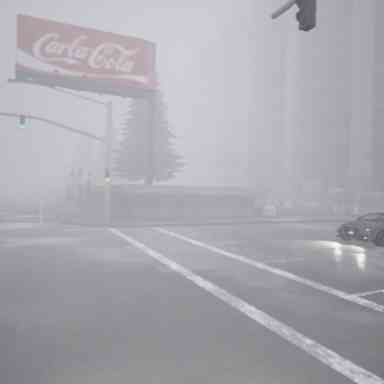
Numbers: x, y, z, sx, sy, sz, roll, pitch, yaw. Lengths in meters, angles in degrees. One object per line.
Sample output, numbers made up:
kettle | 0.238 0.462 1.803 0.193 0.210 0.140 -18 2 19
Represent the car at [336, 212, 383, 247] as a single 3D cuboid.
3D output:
car | 8.886 1.671 15.623 4.181 1.385 1.994 1 0 -24
